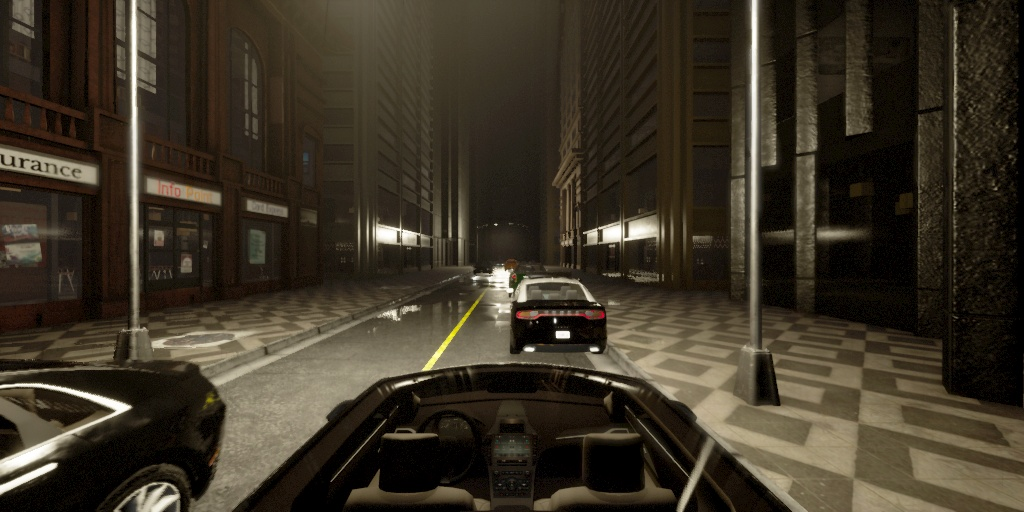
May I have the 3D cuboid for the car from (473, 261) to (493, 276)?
[{"bbox_3d":[-3.054,1.259,38.454,1.882,1.535,5.008,0,0,0],"label":"car"}]

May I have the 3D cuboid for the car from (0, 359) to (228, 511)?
[{"bbox_3d":[-3.098,1.255,0.724,1.837,1.490,4.892,0,0,0],"label":"car"}]

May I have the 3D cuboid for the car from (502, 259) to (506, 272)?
[{"bbox_3d":[-0.027,1.276,48.210,1.882,1.535,5.008,0,0,0],"label":"car"}]

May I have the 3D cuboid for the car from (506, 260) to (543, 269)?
[{"bbox_3d":[0.875,1.109,18.743,2.097,1.767,4.553,0,0,0],"label":"car"}]

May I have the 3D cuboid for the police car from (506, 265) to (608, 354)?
[{"bbox_3d":[0.890,1.177,8.882,1.930,1.638,5.238,0,0,0],"label":"police car"}]
